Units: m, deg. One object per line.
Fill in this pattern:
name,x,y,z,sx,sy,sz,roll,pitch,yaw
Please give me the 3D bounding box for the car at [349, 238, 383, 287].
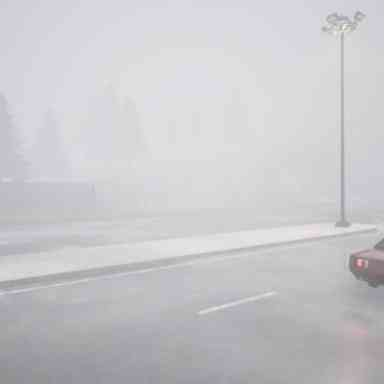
car,5.836,1.543,7.903,4.718,1.301,1.895,0,0,-35
